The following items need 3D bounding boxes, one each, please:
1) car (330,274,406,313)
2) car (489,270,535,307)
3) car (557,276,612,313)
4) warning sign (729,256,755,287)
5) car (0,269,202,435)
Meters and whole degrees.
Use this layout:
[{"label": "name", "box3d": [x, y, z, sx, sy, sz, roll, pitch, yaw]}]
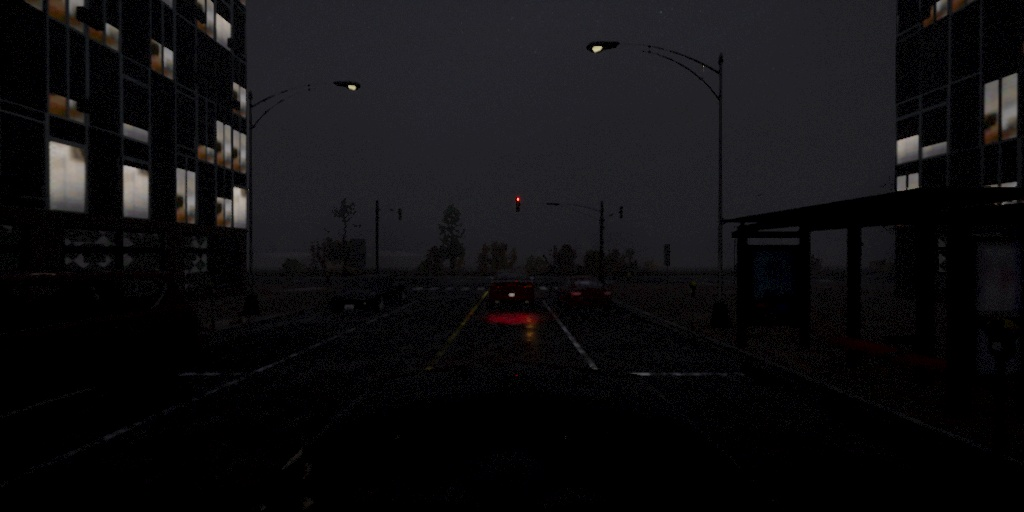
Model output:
[{"label": "car", "box3d": [-5.694, 1.434, 14.725, 1.948, 1.339, 4.313, 0, 0, 0]}, {"label": "car", "box3d": [0.001, 1.361, 16.334, 1.882, 1.535, 5.008, 0, 0, 0]}, {"label": "car", "box3d": [2.816, 1.447, 14.415, 1.802, 1.307, 4.207, 0, 0, 0]}, {"label": "warning sign", "box3d": [16.997, 1.123, 26.805, 1.060, 1.860, 1.300, 0, 0, -1]}, {"label": "car", "box3d": [-5.690, 1.080, 3.376, 2.192, 1.841, 5.009, 0, 0, 0]}]
